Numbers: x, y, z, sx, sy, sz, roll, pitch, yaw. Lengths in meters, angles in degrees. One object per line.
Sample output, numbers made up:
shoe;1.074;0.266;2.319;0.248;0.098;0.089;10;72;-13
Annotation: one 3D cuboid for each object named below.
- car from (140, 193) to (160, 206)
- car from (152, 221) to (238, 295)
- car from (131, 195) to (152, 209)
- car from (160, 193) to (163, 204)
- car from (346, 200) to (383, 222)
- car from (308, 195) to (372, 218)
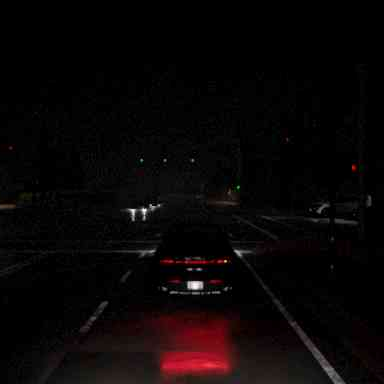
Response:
car;-7.211;1.273;56.854;2.150;2.045;5.566;0;0;0
car;0.065;1.514;8.751;1.837;1.490;4.892;0;0;0
car;-7.196;1.568;47.097;1.812;1.442;4.674;0;0;0
car;-7.174;1.283;67.058;2.150;2.045;5.566;0;0;1
car;15.184;1.549;26.424;4.674;1.442;1.812;0;0;-1
car;13.407;1.248;29.868;5.566;2.045;2.150;0;0;-1
